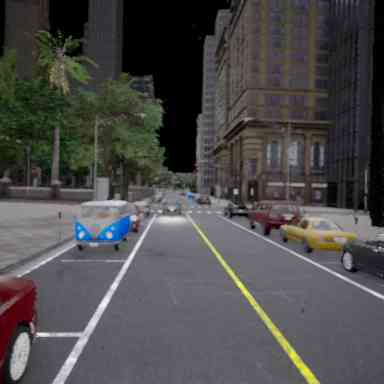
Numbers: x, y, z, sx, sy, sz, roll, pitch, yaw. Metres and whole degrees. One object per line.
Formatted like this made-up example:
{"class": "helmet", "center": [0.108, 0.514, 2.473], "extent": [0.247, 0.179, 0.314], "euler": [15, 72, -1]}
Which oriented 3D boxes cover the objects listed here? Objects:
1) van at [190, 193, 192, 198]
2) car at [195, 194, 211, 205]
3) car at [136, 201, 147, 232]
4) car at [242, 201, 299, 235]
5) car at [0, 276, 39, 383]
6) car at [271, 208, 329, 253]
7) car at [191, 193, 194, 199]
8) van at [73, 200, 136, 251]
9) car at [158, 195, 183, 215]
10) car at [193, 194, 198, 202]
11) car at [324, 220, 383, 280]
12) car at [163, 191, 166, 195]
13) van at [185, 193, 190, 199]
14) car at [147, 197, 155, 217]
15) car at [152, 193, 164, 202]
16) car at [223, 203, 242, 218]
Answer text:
{"class": "van", "center": [1.071, 1.242, 72.684], "extent": [1.690, 1.788, 3.998], "euler": [1, 0, -4]}
{"class": "car", "center": [2.170, 1.527, 56.461], "extent": [1.947, 1.339, 4.313], "euler": [1, 0, -4]}
{"class": "car", "center": [-3.802, 1.324, 18.696], "extent": [1.967, 1.590, 4.097], "euler": [1, 0, -4]}
{"class": "car", "center": [4.705, 1.402, 19.259], "extent": [2.192, 1.841, 5.009], "euler": [1, 0, -4]}
{"class": "car", "center": [-2.699, 1.477, 2.455], "extent": [1.887, 1.381, 4.507], "euler": [1, 0, -4]}
{"class": "car", "center": [5.057, 1.628, 14.017], "extent": [1.752, 1.417, 4.829], "euler": [1, 0, -4]}
{"class": "car", "center": [1.424, 1.446, 67.446], "extent": [1.752, 1.417, 4.829], "euler": [1, 0, -4]}
{"class": "van", "center": [-3.432, 1.241, 13.282], "extent": [1.690, 1.788, 3.998], "euler": [1, 0, -4]}
{"class": "car", "center": [-1.990, 1.397, 32.787], "extent": [2.128, 1.511, 4.902], "euler": [1, 0, -4]}
{"class": "car", "center": [1.802, 1.507, 61.869], "extent": [1.947, 1.339, 4.313], "euler": [1, 0, -4]}
{"class": "car", "center": [5.437, 1.670, 8.434], "extent": [2.008, 1.369, 4.403], "euler": [1, 0, -4]}
{"class": "car", "center": [-8.171, 1.094, 82.940], "extent": [1.967, 1.590, 4.097], "euler": [1, 0, -4]}
{"class": "van", "center": [-0.399, 1.151, 94.315], "extent": [1.690, 1.788, 3.998], "euler": [1, 0, -4]}
{"class": "car", "center": [-4.541, 1.431, 29.524], "extent": [1.802, 1.307, 4.206], "euler": [1, 0, -4]}
{"class": "car", "center": [-6.702, 1.289, 61.309], "extent": [2.008, 1.369, 4.403], "euler": [1, 0, -4]}
{"class": "car", "center": [3.964, 1.618, 30.085], "extent": [1.947, 1.339, 4.313], "euler": [1, 0, -4]}
